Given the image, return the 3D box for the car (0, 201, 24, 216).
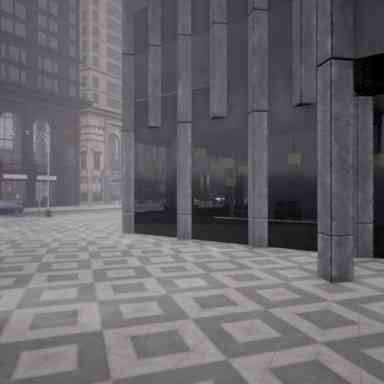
[{"bbox_3d":[-18.150,1.575,30.919,1.812,1.442,4.674,0,0,35],"label":"car"}]
